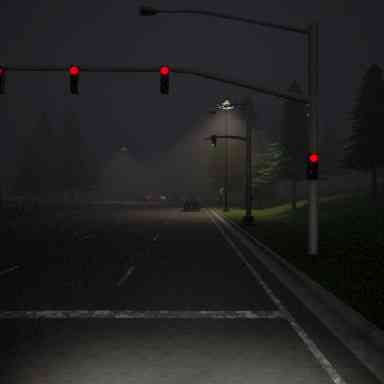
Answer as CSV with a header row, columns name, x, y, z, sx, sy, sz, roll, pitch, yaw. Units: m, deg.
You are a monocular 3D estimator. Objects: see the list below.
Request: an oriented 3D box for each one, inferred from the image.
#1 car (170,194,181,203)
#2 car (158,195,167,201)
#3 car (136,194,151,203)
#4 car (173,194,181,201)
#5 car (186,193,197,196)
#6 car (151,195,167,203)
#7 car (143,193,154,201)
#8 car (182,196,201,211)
name,x,y,z,sx,sy,sz,roll,pitch,yaw
car,-3.593,1.545,70.779,1.994,1.385,4.181,0,0,0
car,-7.106,1.356,80.778,1.812,1.442,4.674,0,0,0
car,-10.592,1.531,70.353,2.033,1.411,5.357,0,0,0
car,-3.606,1.310,80.782,1.882,1.535,5.008,0,0,0
car,-0.092,1.217,70.397,2.150,2.045,5.566,0,0,0
car,-7.093,1.587,70.804,1.895,1.301,4.718,0,0,0
car,-10.606,1.187,80.743,2.097,1.767,4.553,0,0,0
car,-0.052,1.526,39.754,1.812,1.442,4.674,0,0,0
